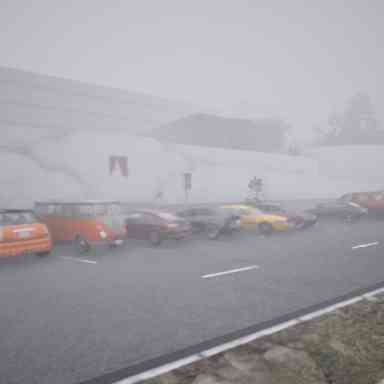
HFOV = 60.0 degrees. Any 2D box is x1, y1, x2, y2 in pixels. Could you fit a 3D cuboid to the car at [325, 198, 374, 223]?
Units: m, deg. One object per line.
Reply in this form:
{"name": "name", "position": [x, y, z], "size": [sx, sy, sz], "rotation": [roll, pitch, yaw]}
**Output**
{"name": "car", "position": [10.017, 1.374, 23.751], "size": [4.674, 1.452, 2.002], "rotation": [-1, 0, 35]}

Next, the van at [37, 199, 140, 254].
{"name": "van", "position": [-4.466, 1.258, 13.301], "size": [4.442, 1.987, 1.878], "rotation": [-1, -1, 35]}

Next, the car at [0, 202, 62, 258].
{"name": "car", "position": [-6.976, 1.367, 11.607], "size": [4.553, 1.767, 2.185], "rotation": [-1, 0, 34]}

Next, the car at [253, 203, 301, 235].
{"name": "car", "position": [2.880, 1.425, 18.456], "size": [5.366, 1.575, 1.946], "rotation": [-1, -1, 34]}

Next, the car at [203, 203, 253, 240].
{"name": "car", "position": [0.266, 1.486, 16.836], "size": [4.792, 1.488, 2.163], "rotation": [-1, 0, 35]}

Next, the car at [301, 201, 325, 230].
{"name": "car", "position": [5.180, 1.433, 20.274], "size": [4.792, 1.488, 2.163], "rotation": [-1, -1, 35]}

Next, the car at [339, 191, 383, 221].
{"name": "car", "position": [12.413, 1.045, 25.500], "size": [5.566, 2.045, 2.435], "rotation": [-1, 0, 35]}

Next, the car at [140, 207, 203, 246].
{"name": "car", "position": [-2.136, 1.511, 15.086], "size": [4.674, 1.452, 2.002], "rotation": [-1, 0, 35]}
